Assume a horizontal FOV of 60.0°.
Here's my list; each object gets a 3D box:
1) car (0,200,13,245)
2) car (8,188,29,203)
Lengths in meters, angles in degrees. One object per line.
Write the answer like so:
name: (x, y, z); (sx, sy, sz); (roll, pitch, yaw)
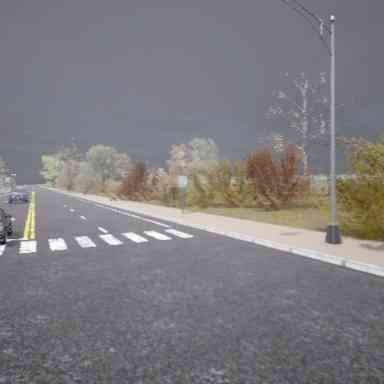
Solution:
car: (-8.577, 1.318, 13.778); (1.812, 1.442, 4.674); (-2, 2, -25)
car: (-23.214, 0.441, 44.534); (2.150, 2.045, 5.566); (-2, 2, -25)
